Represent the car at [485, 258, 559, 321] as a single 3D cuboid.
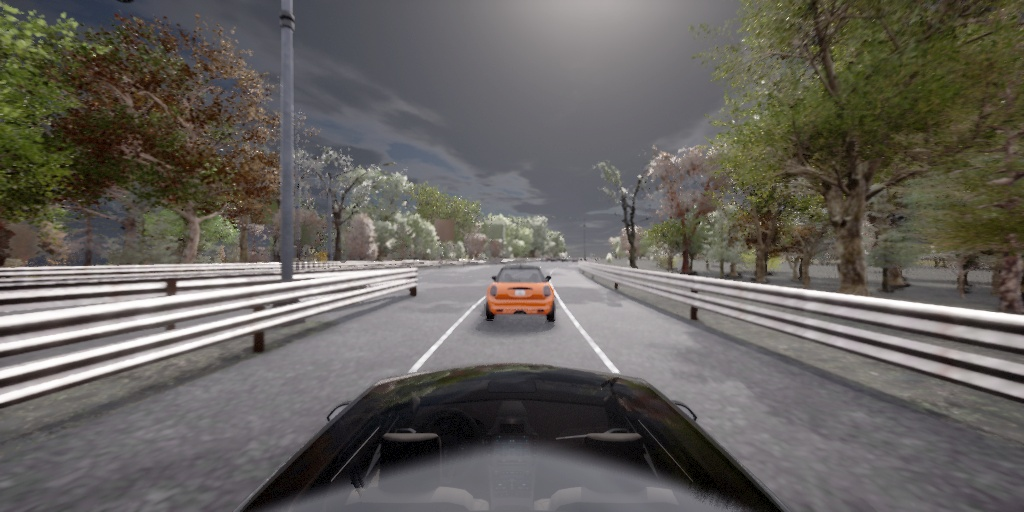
[{"bbox_3d":[0.327,1.083,12.545,2.097,1.767,4.553,0,0,2],"label":"car"}]
